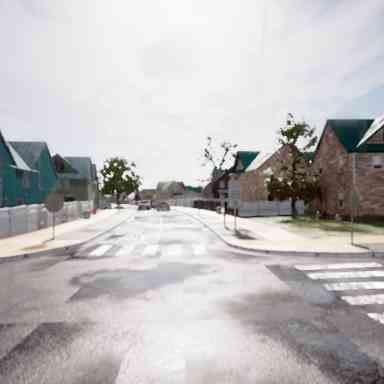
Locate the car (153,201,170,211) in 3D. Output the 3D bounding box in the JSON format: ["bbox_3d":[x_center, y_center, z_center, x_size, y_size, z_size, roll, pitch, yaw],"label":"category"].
[{"bbox_3d":[-4.510,2.188,51.853,1.837,1.490,4.892,0,-1,-11],"label":"car"}]

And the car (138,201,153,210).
[{"bbox_3d":[-8.022,2.282,55.451,1.812,1.442,4.674,0,-1,-11],"label":"car"}]

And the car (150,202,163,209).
[{"bbox_3d":[-6.590,2.480,61.756,1.895,1.301,4.718,0,-1,-13],"label":"car"}]
